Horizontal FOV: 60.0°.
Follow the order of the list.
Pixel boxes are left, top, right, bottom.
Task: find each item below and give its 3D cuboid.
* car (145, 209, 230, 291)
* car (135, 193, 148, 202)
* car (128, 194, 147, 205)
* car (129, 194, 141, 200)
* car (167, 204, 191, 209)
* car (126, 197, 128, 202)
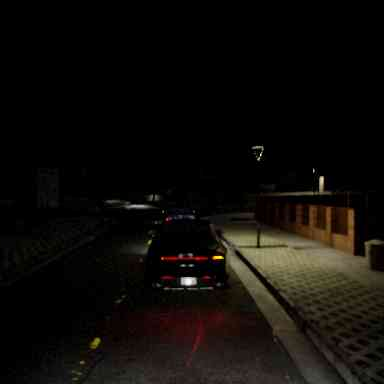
[{"bbox_3d":[-0.149,1.453,8.863,1.837,1.490,4.892,0,1,-2],"label":"car"},{"bbox_3d":[-11.582,1.234,75.717,2.097,1.767,4.553,0,0,-18],"label":"car"},{"bbox_3d":[-8.974,1.341,54.707,2.128,1.511,4.902,0,0,-12],"label":"car"},{"bbox_3d":[-14.759,1.321,85.325,2.128,1.511,4.902,0,0,-20],"label":"car"},{"bbox_3d":[-0.769,1.437,19.704,2.033,1.411,5.357,0,0,-4],"label":"car"},{"bbox_3d":[-12.632,1.397,69.627,1.812,1.442,4.674,0,0,-16],"label":"car"}]
